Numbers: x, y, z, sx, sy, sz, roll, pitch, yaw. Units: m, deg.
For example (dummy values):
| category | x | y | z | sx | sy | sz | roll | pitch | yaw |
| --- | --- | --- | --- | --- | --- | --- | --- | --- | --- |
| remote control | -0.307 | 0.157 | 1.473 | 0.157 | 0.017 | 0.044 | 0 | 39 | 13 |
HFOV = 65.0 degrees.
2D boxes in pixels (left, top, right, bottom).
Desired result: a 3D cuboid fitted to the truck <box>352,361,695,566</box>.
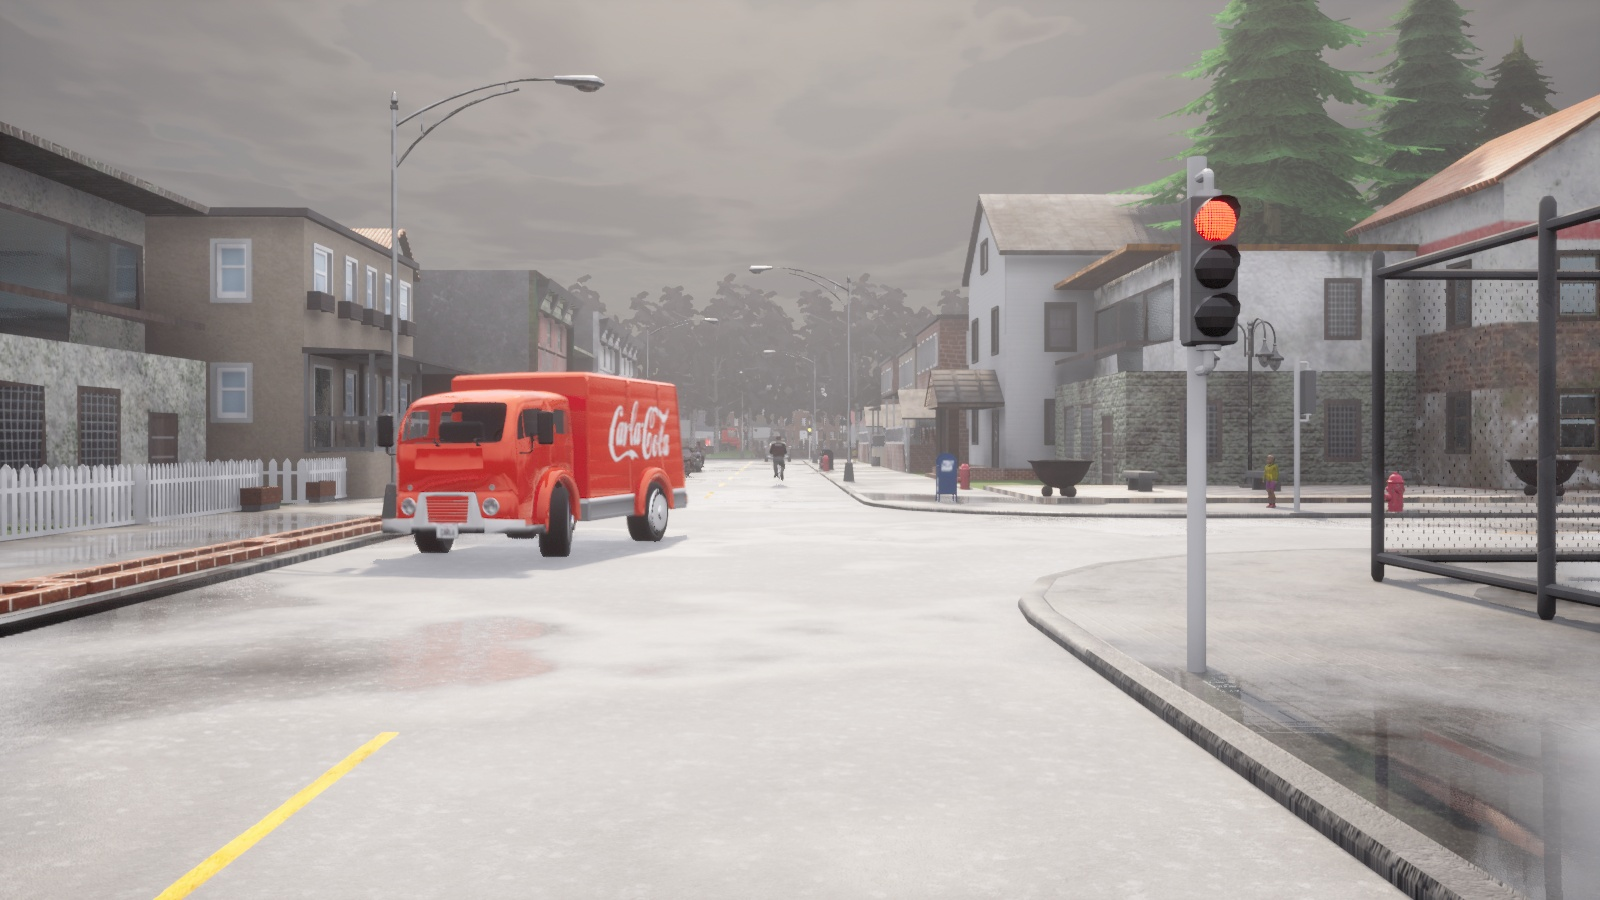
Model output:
| category | x | y | z | sx | sy | sz | roll | pitch | yaw |
| --- | --- | --- | --- | --- | --- | --- | --- | --- | --- |
| truck | -3.657 | 0.153 | 17.950 | 2.627 | 2.467 | 5.204 | -1 | 0 | 15 |

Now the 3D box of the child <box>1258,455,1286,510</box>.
| category | x | y | z | sx | sy | sz | roll | pitch | yaw |
| --- | --- | --- | --- | --- | --- | --- | --- | --- | --- |
| child | 10.032 | 0.690 | 26.706 | 0.473 | 1.160 | 0.299 | 0 | 0 | -21 |

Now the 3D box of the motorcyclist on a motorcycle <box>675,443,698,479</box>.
| category | x | y | z | sx | sy | sz | roll | pitch | yaw |
| --- | --- | --- | --- | --- | --- | --- | --- | --- | --- |
| motorcyclist on a motorcycle | -4.953 | 0.467 | 55.038 | 0.866 | 1.530 | 2.191 | 0 | 0 | -1 |

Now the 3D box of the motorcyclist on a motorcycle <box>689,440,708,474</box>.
| category | x | y | z | sx | sy | sz | roll | pitch | yaw |
| --- | --- | --- | --- | --- | --- | --- | --- | --- | --- |
| motorcyclist on a motorcycle | -5.101 | 0.336 | 63.268 | 0.766 | 1.649 | 2.350 | 0 | 0 | -1 |
